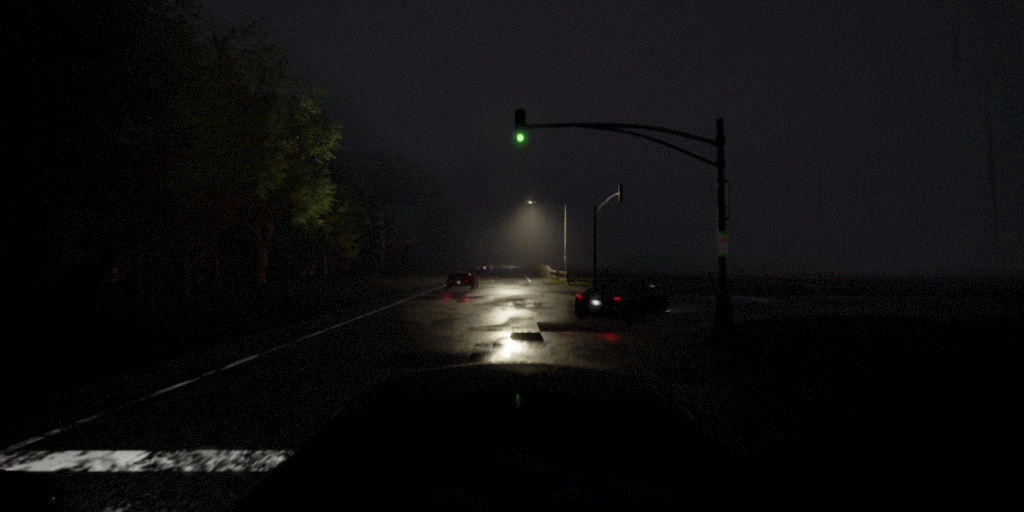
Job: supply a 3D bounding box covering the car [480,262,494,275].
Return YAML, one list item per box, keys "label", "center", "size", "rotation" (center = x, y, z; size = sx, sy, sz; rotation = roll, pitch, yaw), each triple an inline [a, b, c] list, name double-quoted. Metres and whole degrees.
- label: "car"
  center: [-3.468, 1.630, 47.734]
  size: [2.097, 1.767, 4.553]
  rotation: [0, -1, 0]

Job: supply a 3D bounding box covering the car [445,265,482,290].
- label: "car"
  center: [-3.435, 1.549, 25.415]
  size: [1.812, 1.442, 4.674]
  rotation: [0, -1, 0]

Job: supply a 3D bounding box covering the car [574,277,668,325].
- label: "car"
  center: [3.940, 1.445, 12.698]
  size: [1.994, 1.385, 4.181]
  rotation: [-2, -2, 41]
